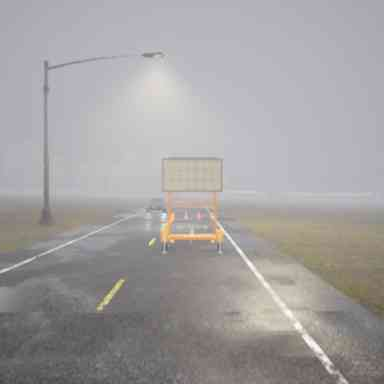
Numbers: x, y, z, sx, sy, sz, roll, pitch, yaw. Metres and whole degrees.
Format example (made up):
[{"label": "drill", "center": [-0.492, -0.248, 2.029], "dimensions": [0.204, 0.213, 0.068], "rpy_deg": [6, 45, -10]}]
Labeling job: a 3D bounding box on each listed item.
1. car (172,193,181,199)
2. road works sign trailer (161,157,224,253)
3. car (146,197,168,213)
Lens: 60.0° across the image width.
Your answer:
[{"label": "car", "center": [-3.423, 1.009, 76.380], "dimensions": [2.033, 1.411, 5.357], "rpy_deg": [0, 0, 0]}, {"label": "road works sign trailer", "center": [0.014, 0.396, 13.305], "dimensions": [2.380, 3.560, 2.880], "rpy_deg": [0, 0, 0]}, {"label": "car", "center": [-3.558, 1.332, 34.305], "dimensions": [1.837, 1.490, 4.892], "rpy_deg": [0, 0, 0]}]
